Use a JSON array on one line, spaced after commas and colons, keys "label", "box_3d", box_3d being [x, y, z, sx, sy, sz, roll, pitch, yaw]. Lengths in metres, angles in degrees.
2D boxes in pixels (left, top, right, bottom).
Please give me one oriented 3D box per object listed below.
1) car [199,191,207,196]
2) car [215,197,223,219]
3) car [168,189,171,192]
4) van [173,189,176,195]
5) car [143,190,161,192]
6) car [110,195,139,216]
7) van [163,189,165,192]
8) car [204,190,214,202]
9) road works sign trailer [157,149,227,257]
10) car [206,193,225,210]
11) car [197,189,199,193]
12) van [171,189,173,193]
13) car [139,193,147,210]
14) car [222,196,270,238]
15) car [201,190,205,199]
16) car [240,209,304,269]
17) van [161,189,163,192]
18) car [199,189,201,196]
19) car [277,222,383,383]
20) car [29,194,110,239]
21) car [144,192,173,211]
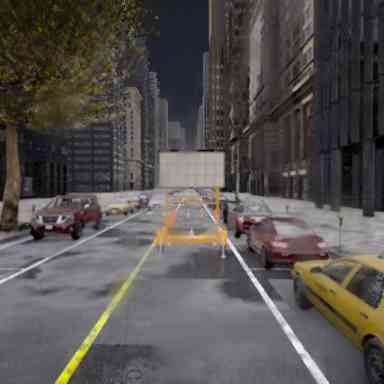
[{"label": "car", "box_3d": [2.763, 0.299, 84.041, 1.802, 1.307, 4.206, 0, 1, 0]}, {"label": "car", "box_3d": [2.762, 1.228, 21.594, 1.947, 1.339, 4.313, 0, 1, 0]}, {"label": "car", "box_3d": [-5.762, 0.553, 67.000, 1.802, 1.307, 4.206, 0, 1, 0]}, {"label": "van", "box_3d": [-5.763, 0.058, 84.027, 1.690, 1.788, 3.998, 0, 1, 0]}, {"label": "car", "box_3d": [-5.763, 0.629, 44.289, 2.192, 1.841, 5.009, 0, 1, 0]}, {"label": "car", "box_3d": [-5.763, 1.103, 27.092, 1.752, 1.417, 4.829, 0, 1, 0]}, {"label": "van", "box_3d": [-5.763, 0.483, 55.643, 1.690, 1.788, 3.998, 0, 1, 0]}, {"label": "car", "box_3d": [2.762, 0.841, 38.622, 1.967, 1.590, 4.097, 0, 1, 0]}, {"label": "road works sign trailer", "box_3d": [0.000, 0.275, 11.956, 2.380, 3.560, 2.880, 0, 1, 0]}, {"label": "car", "box_3d": [2.762, 1.038, 32.947, 2.008, 1.369, 4.403, 0, 1, 0]}, {"label": "car", "box_3d": [2.763, 0.242, 78.362, 1.967, 1.590, 4.097, 0, 1, 0]}, {"label": "van", "box_3d": [-5.763, 0.227, 72.674, 1.690, 1.788, 3.998, 0, 1, 0]}, {"label": "car", "box_3d": [-5.763, 1.070, 32.940, 1.802, 1.307, 4.206, 0, 1, 0]}, {"label": "car", "box_3d": [2.762, 1.189, 15.915, 1.967, 1.590, 4.097, 0, 1, 0]}, {"label": "car", "box_3d": [2.762, 0.778, 49.979, 2.008, 1.369, 4.403, 0, 1, 0]}, {"label": "car", "box_3d": [2.762, 1.419, 10.240, 1.802, 1.307, 4.206, 0, 1, 0]}, {"label": "van", "box_3d": [-5.763, 0.569, 49.967, 1.690, 1.788, 3.998, 0, 1, 0]}, {"label": "car", "box_3d": [2.762, 0.601, 61.333, 1.887, 1.381, 4.507, 0, 1, 0]}, {"label": "car", "box_3d": [2.762, 1.449, 4.733, 1.752, 1.417, 4.829, 0, 1, 0]}, {"label": "car", "box_3d": [-5.763, 1.064, 15.905, 2.192, 1.841, 5.009, 0, 1, 0]}, {"label": "car", "box_3d": [-3.096, 1.030, 31.874, 1.812, 1.442, 4.674, 0, 1, 0]}]
